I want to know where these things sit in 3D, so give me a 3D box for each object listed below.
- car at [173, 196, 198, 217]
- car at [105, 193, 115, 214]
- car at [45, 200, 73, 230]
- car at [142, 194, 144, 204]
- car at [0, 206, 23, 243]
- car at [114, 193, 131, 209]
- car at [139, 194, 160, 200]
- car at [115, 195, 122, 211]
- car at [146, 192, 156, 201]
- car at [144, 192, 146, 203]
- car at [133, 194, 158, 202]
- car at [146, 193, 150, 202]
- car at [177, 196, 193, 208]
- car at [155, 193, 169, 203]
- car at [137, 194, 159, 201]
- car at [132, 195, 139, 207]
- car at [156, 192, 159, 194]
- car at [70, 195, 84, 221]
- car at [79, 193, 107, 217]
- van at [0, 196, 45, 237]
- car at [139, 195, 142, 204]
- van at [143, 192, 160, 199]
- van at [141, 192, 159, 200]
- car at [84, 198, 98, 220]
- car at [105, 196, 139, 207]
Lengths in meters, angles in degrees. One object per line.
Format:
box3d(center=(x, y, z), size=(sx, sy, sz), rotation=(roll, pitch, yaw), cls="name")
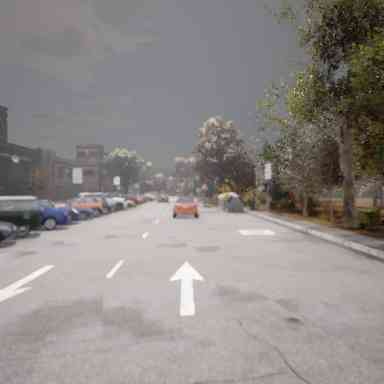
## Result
box3d(center=(-0.541, 1.233, 29.564), size=(2.097, 1.767, 4.553), rotation=(0, 0, 0), cls="car")
box3d(center=(-10.012, 1.259, 31.458), size=(4.553, 1.767, 2.185), rotation=(-1, 1, -21), cls="car")
box3d(center=(-9.799, 1.431, 19.439), size=(5.008, 1.535, 2.097), rotation=(-1, 1, -21), cls="car")
box3d(center=(-10.472, 1.211, 52.458), size=(4.553, 1.767, 2.185), rotation=(-1, 0, -21), cls="car")
box3d(center=(-9.684, 1.496, 13.438), size=(4.674, 1.452, 2.002), rotation=(-1, 0, -21), cls="car")
box3d(center=(-10.134, 1.115, 37.470), size=(5.566, 2.045, 2.435), rotation=(-1, 0, -21), cls="car")
box3d(center=(-11.283, 1.279, 88.482), size=(5.008, 1.535, 2.097), rotation=(-1, 0, -22), cls="car")
box3d(center=(-10.075, 1.405, 34.472), size=(4.792, 1.488, 2.163), rotation=(-1, 0, -21), cls="car")
box3d(center=(-10.823, 1.325, 70.468), size=(4.892, 1.521, 2.231), rotation=(-1, 0, -21), cls="car")
box3d(center=(-10.530, 1.207, 55.459), size=(4.553, 1.767, 2.185), rotation=(-1, 0, -21), cls="car")
box3d(center=(-10.784, 1.317, 76.537), size=(5.366, 1.575, 1.946), rotation=(-1, 0, -21), cls="car")
box3d(center=(-10.530, 1.358, 58.480), size=(4.792, 1.488, 2.163), rotation=(-1, 0, -21), cls="car")
box3d(center=(-0.952, 1.328, 45.627), size=(2.128, 1.511, 4.902), rotation=(0, 0, -1), cls="car")
box3d(center=(-5.369, 1.386, 63.404), size=(1.994, 1.385, 4.181), rotation=(0, 0, -1), cls="car")
box3d(center=(-11.358, 1.312, 85.412), size=(5.366, 1.575, 1.946), rotation=(-1, 1, -21), cls="car")
box3d(center=(-10.095, 1.346, 43.532), size=(5.366, 1.575, 1.946), rotation=(-1, 0, -21), cls="car")
box3d(center=(-10.712, 1.318, 73.536), size=(5.366, 1.575, 1.946), rotation=(-1, 0, -21), cls="car")
box3d(center=(-9.902, 1.294, 22.440), size=(4.553, 1.767, 2.185), rotation=(-1, 0, -21), cls="car")
box3d(center=(-9.955, 1.270, 28.457), size=(4.553, 1.767, 2.185), rotation=(-1, 1, -21), cls="car")
box3d(center=(-9.855, 1.220, 16.391), size=(4.442, 1.987, 1.878), rotation=(-1, 1, -21), cls="van")
box3d(center=(-10.315, 1.094, 46.485), size=(5.566, 2.045, 2.435), rotation=(-1, 0, -21), cls="car")
box3d(center=(-11.573, 0.976, 94.422), size=(4.442, 1.987, 1.878), rotation=(-1, 1, -22), cls="van")
box3d(center=(-11.480, 1.016, 91.423), size=(4.442, 1.987, 1.878), rotation=(-1, 1, -22), cls="van")
box3d(center=(-9.928, 1.447, 25.449), size=(4.674, 1.452, 2.002), rotation=(-1, 0, -21), cls="car")
box3d(center=(-10.377, 1.380, 49.463), size=(4.674, 1.452, 2.002), rotation=(-1, 0, -21), cls="car")
